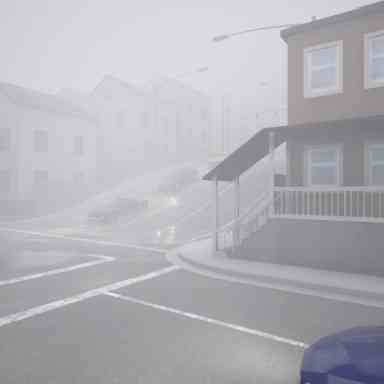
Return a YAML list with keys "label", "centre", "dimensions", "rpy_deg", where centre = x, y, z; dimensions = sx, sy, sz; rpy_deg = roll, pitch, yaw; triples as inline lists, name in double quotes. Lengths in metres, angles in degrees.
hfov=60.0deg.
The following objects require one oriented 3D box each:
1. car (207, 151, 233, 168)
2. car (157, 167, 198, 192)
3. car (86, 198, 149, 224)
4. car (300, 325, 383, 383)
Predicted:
- label: "car"
  centre: [3.515, -3.731, 37.090]
  dimensions: [1.882, 1.535, 5.008]
  rpy_deg: [0, 13, 35]
- label: "car"
  centre: [-1.275, -1.268, 30.157]
  dimensions: [1.837, 1.490, 4.892]
  rpy_deg: [0, 20, 34]
- label: "car"
  centre: [-5.361, 1.256, 24.187]
  dimensions: [1.895, 1.301, 4.718]
  rpy_deg: [0, 12, 34]
- label: "car"
  centre: [2.981, 1.526, 1.838]
  dimensions: [4.674, 1.442, 1.812]
  rpy_deg: [0, 0, 36]
